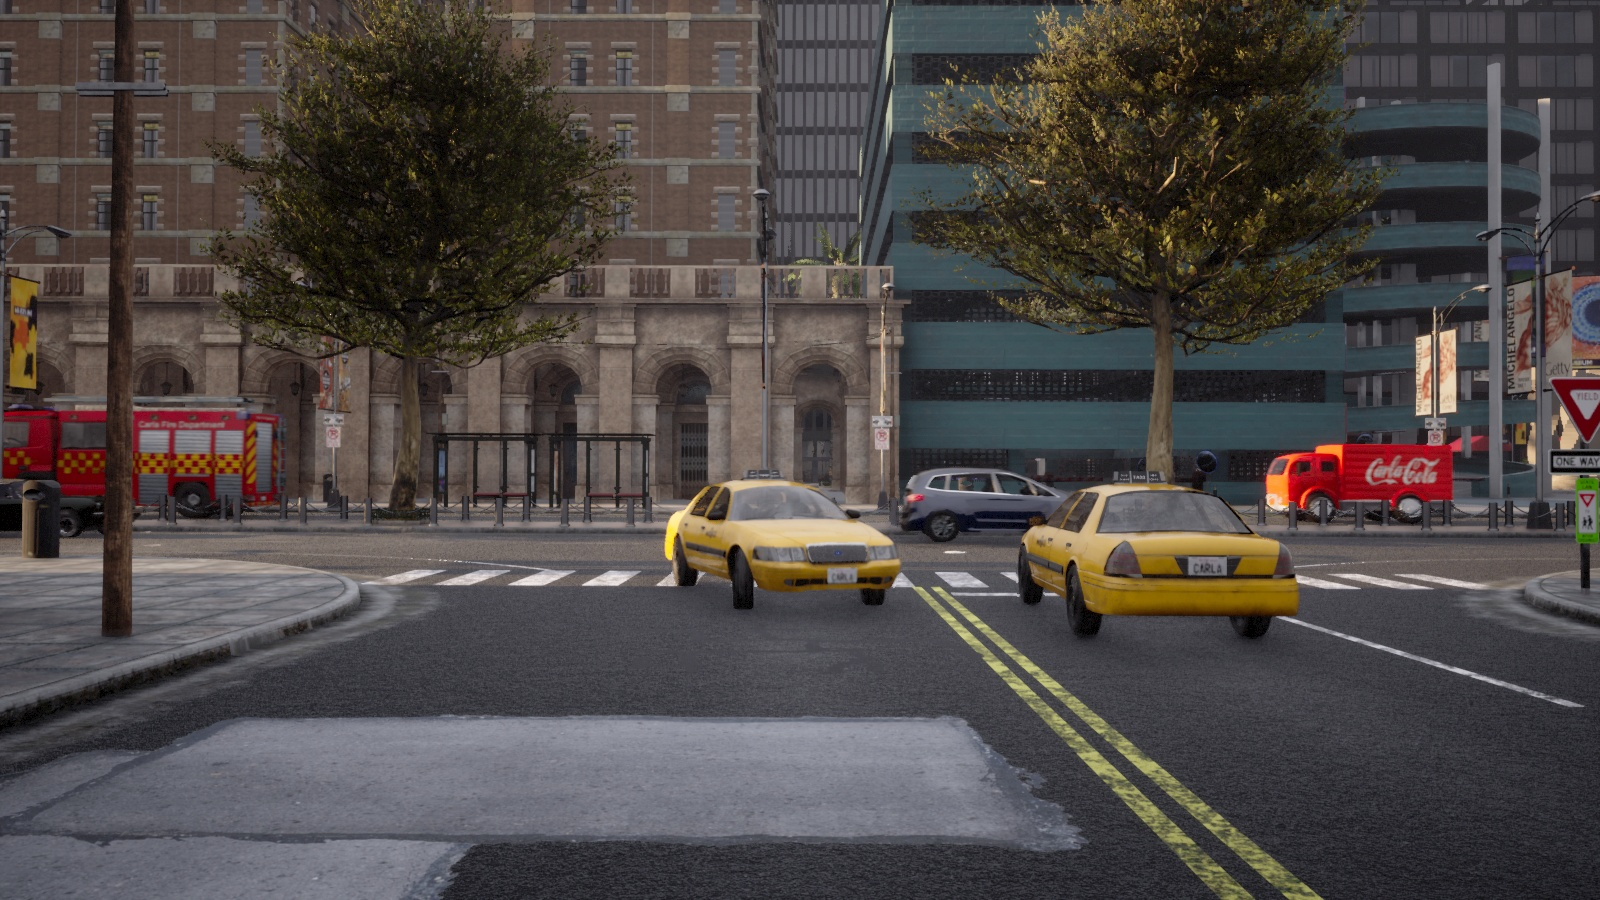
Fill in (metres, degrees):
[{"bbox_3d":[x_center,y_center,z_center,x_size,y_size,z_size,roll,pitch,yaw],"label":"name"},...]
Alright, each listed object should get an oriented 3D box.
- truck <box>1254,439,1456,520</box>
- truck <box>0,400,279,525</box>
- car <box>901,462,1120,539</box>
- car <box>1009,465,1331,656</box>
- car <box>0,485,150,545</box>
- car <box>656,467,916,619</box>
[{"bbox_3d":[17.487,0.924,39.809,5.204,2.467,2.627,0,-1,1],"label":"truck"},{"bbox_3d":[-21.593,0.412,40.359,8.468,3.827,2.891,0,-1,1],"label":"truck"},{"bbox_3d":[4.668,1.117,28.481,4.611,1.667,2.242,0,-1,1],"label":"car"},{"bbox_3d":[3.494,0.958,13.045,1.801,1.575,5.366,0,-1,1],"label":"car"},{"bbox_3d":[-17.745,1.468,28.791,4.718,1.301,1.895,0,-1,1],"label":"car"},{"bbox_3d":[-0.414,1.023,15.997,1.801,1.575,5.366,0,-1,-18],"label":"car"}]
